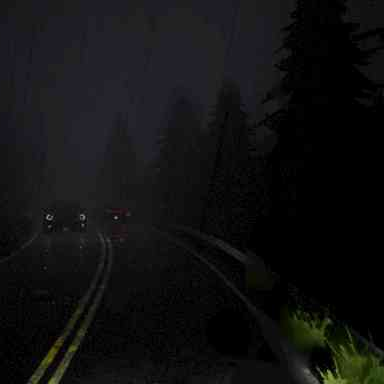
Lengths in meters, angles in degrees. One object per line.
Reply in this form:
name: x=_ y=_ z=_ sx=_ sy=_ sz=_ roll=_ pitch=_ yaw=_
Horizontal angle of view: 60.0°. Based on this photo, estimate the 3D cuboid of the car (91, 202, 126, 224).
car: x=-6.303 y=1.504 z=25.006 sx=1.837 sy=1.490 sz=4.892 roll=3 pitch=-1 yaw=-27

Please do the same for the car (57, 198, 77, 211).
car: x=-15.170 y=1.554 z=40.167 sx=1.837 sy=1.490 sz=4.892 roll=1 pitch=-3 yaw=-25

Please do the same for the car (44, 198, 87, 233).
car: x=-7.220 y=1.279 z=18.896 sx=2.097 sy=1.767 sz=4.553 roll=1 pitch=0 yaw=-23
